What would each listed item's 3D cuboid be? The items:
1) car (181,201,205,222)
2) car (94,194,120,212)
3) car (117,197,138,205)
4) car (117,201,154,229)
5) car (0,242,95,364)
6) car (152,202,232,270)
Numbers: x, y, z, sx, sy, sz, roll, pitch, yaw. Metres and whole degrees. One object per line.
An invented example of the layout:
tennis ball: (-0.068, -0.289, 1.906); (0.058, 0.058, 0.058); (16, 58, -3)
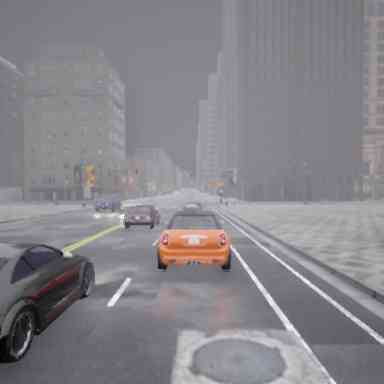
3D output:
car: (0.092, 1.552, 27.577); (1.812, 1.442, 4.674); (0, 0, 0)
car: (-9.831, 1.273, 39.429); (2.150, 2.045, 5.566); (0, 0, 0)
car: (-6.588, 1.570, 36.649); (1.812, 1.442, 4.674); (0, 0, 0)
car: (-3.179, 1.565, 21.969); (2.033, 1.411, 5.357); (0, 0, 0)
car: (-3.189, 1.564, 5.856); (1.994, 1.385, 4.181); (0, 0, 0)
car: (0.082, 1.356, 11.154); (2.097, 1.767, 4.553); (0, 0, 1)
